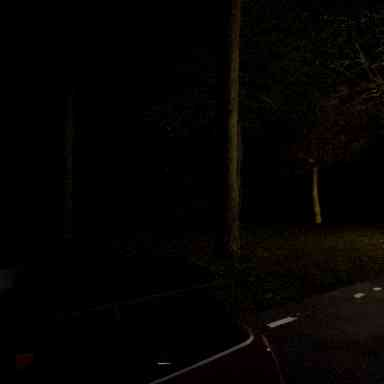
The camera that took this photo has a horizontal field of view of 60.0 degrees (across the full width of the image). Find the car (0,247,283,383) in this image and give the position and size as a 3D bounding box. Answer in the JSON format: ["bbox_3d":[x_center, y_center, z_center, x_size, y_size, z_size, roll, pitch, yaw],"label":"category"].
[{"bbox_3d":[-1.517,1.352,1.989,4.553,1.767,2.097,0,0,-35],"label":"car"}]
